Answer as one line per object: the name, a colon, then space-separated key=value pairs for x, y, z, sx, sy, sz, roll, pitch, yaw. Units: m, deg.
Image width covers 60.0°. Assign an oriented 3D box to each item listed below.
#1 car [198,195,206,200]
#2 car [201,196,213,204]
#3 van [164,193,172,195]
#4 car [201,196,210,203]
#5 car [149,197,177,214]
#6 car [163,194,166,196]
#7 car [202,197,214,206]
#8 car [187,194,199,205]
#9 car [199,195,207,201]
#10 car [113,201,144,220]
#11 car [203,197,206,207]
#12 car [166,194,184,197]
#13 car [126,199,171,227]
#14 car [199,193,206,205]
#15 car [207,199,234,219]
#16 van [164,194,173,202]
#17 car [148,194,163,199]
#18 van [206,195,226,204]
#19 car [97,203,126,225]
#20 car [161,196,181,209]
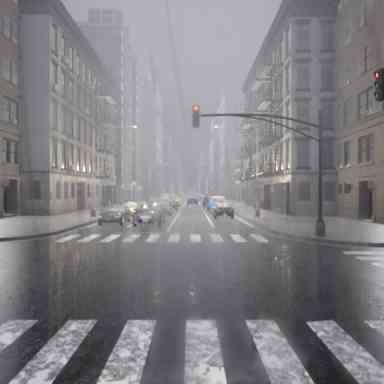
car: x=2.661 y=1.528 z=88.379 sx=1.947 sy=1.339 sz=4.313 roll=0 pitch=0 yaw=0
car: x=2.652 y=1.524 z=61.348 sx=2.008 sy=1.369 sz=4.403 roll=0 pitch=0 yaw=0
van: x=-5.425 y=1.313 z=66.753 sx=1.690 sy=1.788 sz=3.998 roll=0 pitch=0 yaw=0
car: x=2.654 y=1.497 z=66.923 sx=1.752 sy=1.417 sz=4.829 roll=0 pitch=0 yaw=0
car: x=-2.843 y=1.533 z=32.755 sx=2.033 sy=1.411 sz=5.357 roll=0 pitch=0 yaw=0
car: x=-5.412 y=1.503 z=50.364 sx=1.752 sy=1.417 sz=4.829 roll=0 pitch=0 yaw=0
car: x=2.650 y=1.541 z=55.941 sx=1.947 sy=1.339 sz=4.313 roll=0 pitch=0 yaw=0
car: x=0.103 y=1.480 z=57.073 sx=1.837 sy=1.490 sz=4.892 roll=0 pitch=0 yaw=0
car: x=2.660 y=1.510 z=82.973 sx=1.887 sy=1.381 sz=4.507 roll=0 pitch=0 yaw=0
car: x=-5.393 y=1.512 z=28.740 sx=1.752 sy=1.417 sz=4.829 roll=0 pitch=0 yaw=0
car: x=2.645 y=1.564 z=39.723 sx=1.802 sy=1.307 sz=4.206 roll=0 pitch=0 yaw=0
car: x=-2.793 y=1.454 z=53.023 sx=1.882 sy=1.535 sz=5.008 roll=0 pitch=0 yaw=1
car: x=-2.847 y=1.481 z=22.871 sx=2.128 sy=1.511 sz=4.902 roll=0 pitch=0 yaw=0
car: x=2.649 y=1.293 z=50.535 sx=2.192 sy=1.841 sz=5.009 roll=0 pitch=0 yaw=0
car: x=2.641 y=1.538 z=28.910 sx=2.008 sy=1.369 sz=4.403 roll=0 pitch=0 yaw=0
van: x=-5.434 y=1.308 z=77.566 sx=1.690 sy=1.788 sz=3.998 roll=0 pitch=0 yaw=0
car: x=-5.407 y=1.420 z=45.129 sx=1.967 sy=1.590 sz=4.097 roll=0 pitch=0 yaw=0
van: x=2.643 y=1.326 z=34.316 sx=1.690 sy=1.788 sz=3.998 roll=0 pitch=0 yaw=0
car: x=-5.389 y=1.540 z=23.504 sx=2.008 sy=1.369 sz=4.403 roll=0 pitch=0 yaw=0
car: x=-2.832 y=1.545 z=42.768 sx=1.994 sy=1.385 sz=4.181 roll=0 pitch=0 yaw=1
